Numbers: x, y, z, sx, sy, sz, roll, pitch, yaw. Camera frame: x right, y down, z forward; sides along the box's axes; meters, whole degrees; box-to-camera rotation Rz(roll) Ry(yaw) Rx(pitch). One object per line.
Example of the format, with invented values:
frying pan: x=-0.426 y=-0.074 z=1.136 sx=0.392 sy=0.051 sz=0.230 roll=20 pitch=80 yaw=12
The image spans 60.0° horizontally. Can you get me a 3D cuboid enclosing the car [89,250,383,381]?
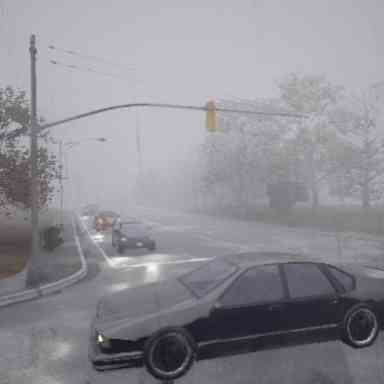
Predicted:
car: x=1.080 y=1.773 z=5.605 sx=5.357 sy=1.411 sz=2.033 roll=-1 pitch=-2 yaw=-15

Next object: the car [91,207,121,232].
car: x=-7.524 y=2.500 z=29.612 sx=2.097 sy=1.767 sz=4.553 roll=-1 pitch=-1 yaw=-21

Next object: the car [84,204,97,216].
car: x=-15.058 y=2.573 z=49.965 sx=2.097 sy=1.767 sz=4.553 roll=-1 pitch=0 yaw=-20

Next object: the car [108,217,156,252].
car: x=-3.290 y=2.352 z=18.270 sx=1.812 sy=1.442 sz=4.674 roll=-1 pitch=-2 yaw=-19
